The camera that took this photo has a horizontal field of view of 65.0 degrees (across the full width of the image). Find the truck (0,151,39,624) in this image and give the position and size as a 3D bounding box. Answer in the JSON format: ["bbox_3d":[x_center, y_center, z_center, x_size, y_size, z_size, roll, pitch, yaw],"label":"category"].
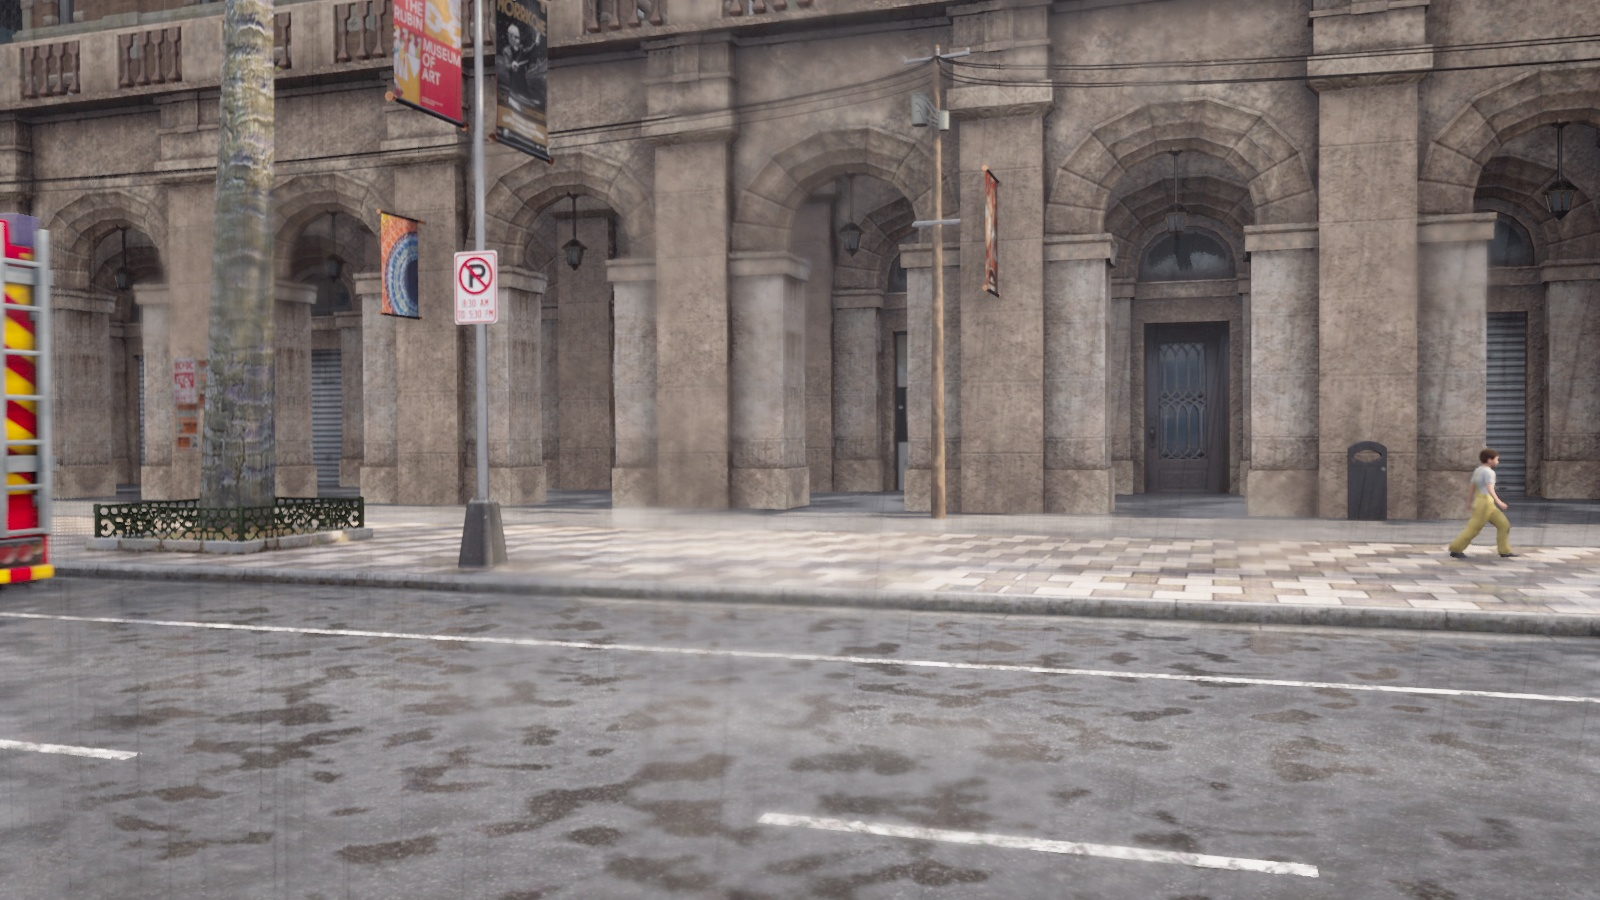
[{"bbox_3d":[-10.848,-0.518,10.454,8.468,3.827,2.891,0,1,18],"label":"truck"}]

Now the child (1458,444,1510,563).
[{"bbox_3d":[7.396,0.569,13.592,0.437,1.263,0.270,0,1,16],"label":"child"}]
